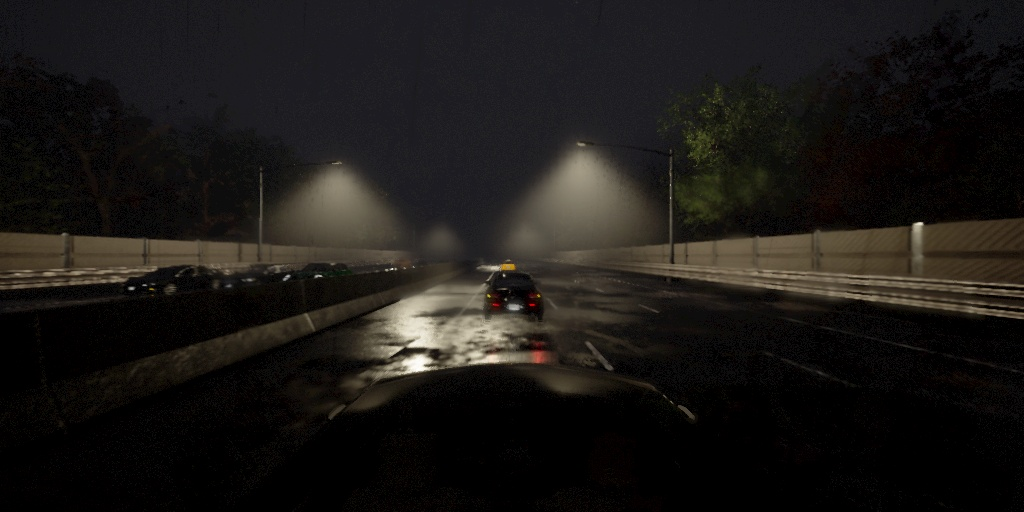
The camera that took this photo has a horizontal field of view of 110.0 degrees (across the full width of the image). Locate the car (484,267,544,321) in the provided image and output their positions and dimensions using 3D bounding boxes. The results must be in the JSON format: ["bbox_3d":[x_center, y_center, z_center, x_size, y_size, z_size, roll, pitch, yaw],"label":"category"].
[{"bbox_3d":[0.056,1.280,12.351,1.812,1.442,4.674,0,0,0],"label":"car"}]

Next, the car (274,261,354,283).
[{"bbox_3d":[-10.712,1.110,20.169,2.097,1.767,4.553,0,0,-1],"label":"car"}]

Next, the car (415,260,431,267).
[{"bbox_3d":[-15.055,1.332,60.969,1.994,1.385,4.181,0,0,-1],"label":"car"}]

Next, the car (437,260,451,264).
[{"bbox_3d":[-11.561,1.335,61.124,1.994,1.385,4.181,0,0,-1],"label":"car"}]

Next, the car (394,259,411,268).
[{"bbox_3d":[-18.549,1.245,60.788,1.882,1.535,5.008,0,0,-1],"label":"car"}]

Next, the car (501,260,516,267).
[{"bbox_3d":[-0.441,1.224,44.549,1.801,1.575,5.366,0,0,-1],"label":"car"}]

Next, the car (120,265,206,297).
[{"bbox_3d":[-17.700,1.263,19.081,1.837,1.490,4.892,0,0,-1],"label":"car"}]

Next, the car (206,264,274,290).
[{"bbox_3d":[-14.214,1.250,20.469,2.128,1.511,4.902,0,0,-1],"label":"car"}]
